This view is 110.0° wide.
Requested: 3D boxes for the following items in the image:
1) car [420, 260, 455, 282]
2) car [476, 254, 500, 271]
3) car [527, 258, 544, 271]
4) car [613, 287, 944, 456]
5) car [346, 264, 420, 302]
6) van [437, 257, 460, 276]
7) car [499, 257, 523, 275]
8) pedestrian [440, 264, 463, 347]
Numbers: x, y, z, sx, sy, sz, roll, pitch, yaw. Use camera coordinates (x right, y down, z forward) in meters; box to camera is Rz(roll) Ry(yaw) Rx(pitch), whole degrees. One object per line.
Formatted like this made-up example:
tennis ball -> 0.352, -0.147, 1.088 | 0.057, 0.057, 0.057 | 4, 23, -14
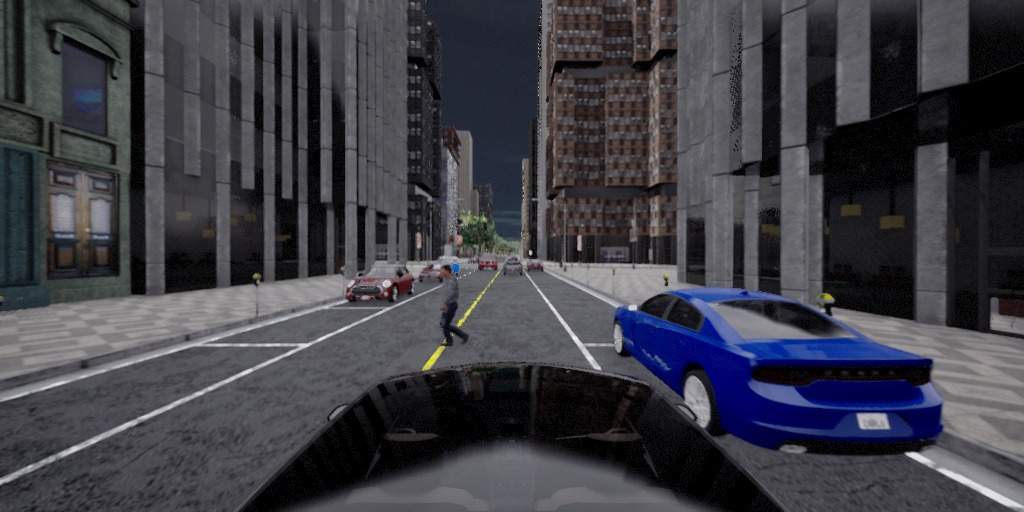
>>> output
car -> -5.765, 1.209, 26.988 | 1.802, 1.307, 4.207 | 0, 0, 0
car -> -3.005, 0.765, 46.419 | 2.150, 2.045, 5.566 | 0, 0, 0
car -> 2.760, 1.007, 43.314 | 1.967, 1.591, 4.097 | 0, 0, 0
car -> 3.000, 1.206, 5.453 | 1.882, 1.535, 5.008 | 0, 0, 0
car -> -5.764, 1.110, 16.109 | 1.967, 1.591, 4.097 | 0, 0, 0
van -> -5.765, 0.948, 32.430 | 1.690, 1.789, 3.998 | 0, 0, 0
car -> 0.089, 1.084, 35.422 | 2.128, 1.511, 4.902 | 0, 0, 0
pedestrian -> -1.306, 1.009, 7.696 | 0.375, 1.860, 0.375 | 0, 0, -10
